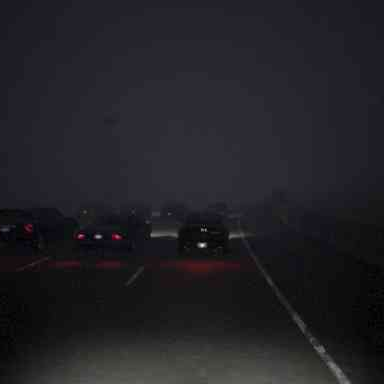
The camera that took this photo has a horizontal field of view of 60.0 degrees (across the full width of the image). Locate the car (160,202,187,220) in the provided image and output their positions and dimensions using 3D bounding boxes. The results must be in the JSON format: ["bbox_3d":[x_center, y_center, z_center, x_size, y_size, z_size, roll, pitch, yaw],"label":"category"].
[{"bbox_3d":[-1.380,1.530,27.696,1.812,1.442,4.674,0,0,9],"label":"car"}]

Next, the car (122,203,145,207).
[{"bbox_3d":[-4.836,1.614,28.251,1.895,1.301,4.718,0,0,9],"label":"car"}]

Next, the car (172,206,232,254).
[{"bbox_3d":[0.521,1.514,13.449,1.837,1.490,4.892,0,0,4],"label":"car"}]

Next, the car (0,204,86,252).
[{"bbox_3d":[-6.462,1.363,13.947,2.097,1.767,4.553,0,0,4],"label":"car"}]

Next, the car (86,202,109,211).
[{"bbox_3d":[-8.301,1.570,28.747,1.994,1.385,4.181,0,0,9],"label":"car"}]

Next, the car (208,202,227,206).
[{"bbox_3d":[2.080,1.561,27.169,2.033,1.411,5.357,0,0,9],"label":"car"}]

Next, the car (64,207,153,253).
[{"bbox_3d":[-2.969,1.560,13.713,2.033,1.411,5.357,0,0,4],"label":"car"}]
